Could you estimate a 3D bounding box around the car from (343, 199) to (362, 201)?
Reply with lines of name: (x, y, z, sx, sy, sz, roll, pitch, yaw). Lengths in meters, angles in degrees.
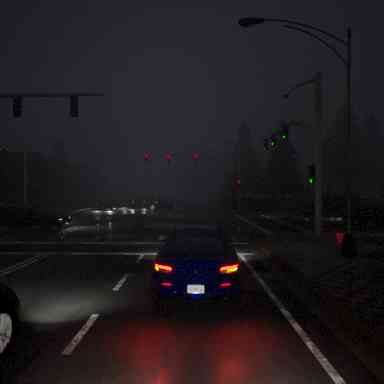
car: (15.883, 1.547, 27.608, 5.357, 1.411, 2.033, 0, 0, 0)

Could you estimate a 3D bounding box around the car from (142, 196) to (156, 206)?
car: (-7.136, 1.505, 55.495, 1.837, 1.490, 4.892, 0, 0, 0)

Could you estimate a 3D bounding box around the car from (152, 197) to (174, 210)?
car: (-3.457, 1.352, 42.118, 2.097, 1.767, 4.553, 0, 0, 1)

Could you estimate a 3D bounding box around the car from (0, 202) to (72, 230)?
car: (-10.450, 1.547, 20.768, 5.357, 1.411, 2.033, 0, 0, 1)

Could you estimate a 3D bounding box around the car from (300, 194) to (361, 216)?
car: (13.062, 1.222, 31.107, 5.566, 2.045, 2.150, 0, 0, 0)

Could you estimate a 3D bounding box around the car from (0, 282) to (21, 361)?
car: (-3.442, 1.505, 2.954, 1.837, 1.490, 4.892, 0, 0, 0)

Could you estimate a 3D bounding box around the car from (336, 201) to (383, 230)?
car: (11.875, 1.505, 20.417, 4.892, 1.490, 1.837, 0, 0, 0)

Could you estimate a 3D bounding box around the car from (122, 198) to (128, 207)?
car: (-10.648, 1.601, 51.392, 1.895, 1.301, 4.718, 0, 0, 0)

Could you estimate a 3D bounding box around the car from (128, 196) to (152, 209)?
car: (-7.149, 1.352, 46.353, 2.097, 1.767, 4.553, 0, 0, 0)

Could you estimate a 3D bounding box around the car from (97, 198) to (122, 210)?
car: (-10.645, 1.526, 42.293, 1.812, 1.442, 4.674, 0, 0, 0)

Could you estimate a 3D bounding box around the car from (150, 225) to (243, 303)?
car: (0.130, 1.526, 8.088, 1.812, 1.442, 4.674, 0, 0, 2)
